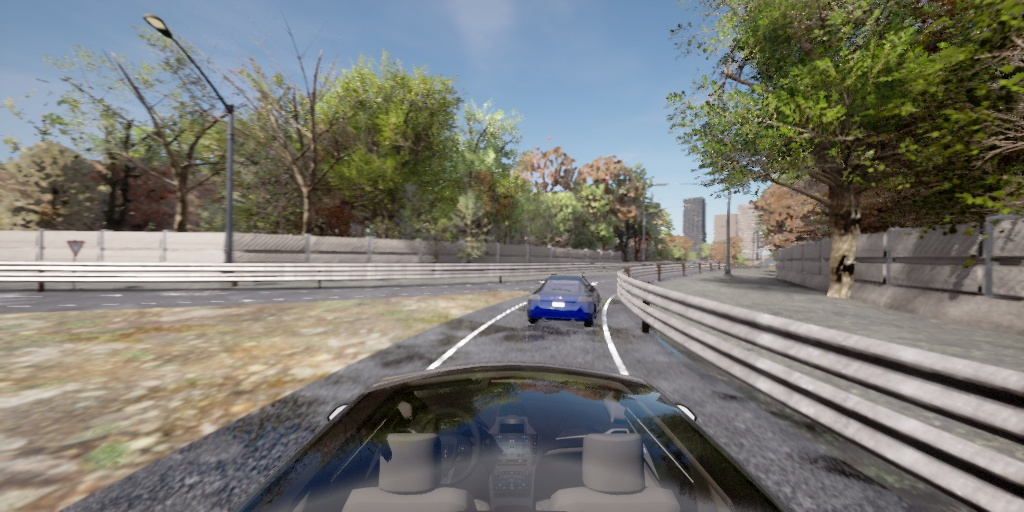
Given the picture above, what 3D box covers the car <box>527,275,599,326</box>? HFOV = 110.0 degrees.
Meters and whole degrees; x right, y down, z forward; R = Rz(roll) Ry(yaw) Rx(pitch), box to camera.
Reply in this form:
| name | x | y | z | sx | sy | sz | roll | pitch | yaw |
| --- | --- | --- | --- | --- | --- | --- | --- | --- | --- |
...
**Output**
| name | x | y | z | sx | sy | sz | roll | pitch | yaw |
| --- | --- | --- | --- | --- | --- | --- | --- | --- | --- |
| car | 1.832 | 1.328 | 11.926 | 1.994 | 1.385 | 4.181 | 1 | 0 | 16 |
